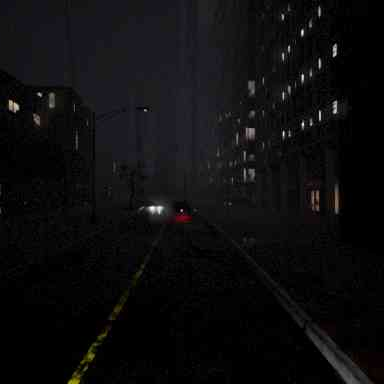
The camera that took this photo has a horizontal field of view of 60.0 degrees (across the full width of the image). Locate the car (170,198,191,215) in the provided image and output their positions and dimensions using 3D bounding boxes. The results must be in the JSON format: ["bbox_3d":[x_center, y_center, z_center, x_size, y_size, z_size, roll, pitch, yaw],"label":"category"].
[{"bbox_3d":[-1.136,1.491,34.139,1.837,1.490,4.892,0,0,-4],"label":"car"}]

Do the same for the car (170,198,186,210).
[{"bbox_3d":[-1.925,1.503,44.067,1.812,1.442,4.674,0,0,-5],"label":"car"}]

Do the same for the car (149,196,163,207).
[{"bbox_3d":[-5.618,1.457,51.898,2.128,1.511,4.902,0,0,-6],"label":"car"}]
